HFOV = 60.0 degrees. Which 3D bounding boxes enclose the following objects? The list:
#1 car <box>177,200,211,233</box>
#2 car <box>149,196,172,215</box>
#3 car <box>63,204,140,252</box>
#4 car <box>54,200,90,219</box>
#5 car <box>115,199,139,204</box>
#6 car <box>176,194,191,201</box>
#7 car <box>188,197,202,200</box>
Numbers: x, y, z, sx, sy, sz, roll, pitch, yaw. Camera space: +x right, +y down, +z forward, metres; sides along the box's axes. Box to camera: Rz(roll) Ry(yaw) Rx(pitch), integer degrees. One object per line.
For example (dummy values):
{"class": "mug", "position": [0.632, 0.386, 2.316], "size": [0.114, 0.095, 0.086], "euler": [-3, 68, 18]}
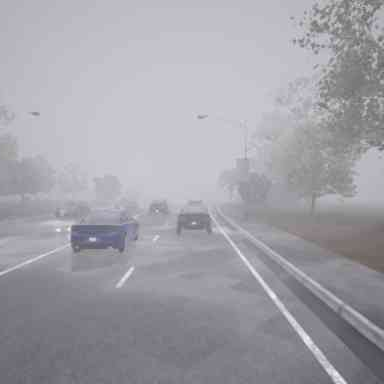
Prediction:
{"class": "car", "position": [0.107, 1.476, 19.852], "size": [1.882, 1.535, 5.008], "euler": [0, 0, 0]}
{"class": "car", "position": [-3.213, 1.503, 33.665], "size": [1.837, 1.490, 4.892], "euler": [0, 0, 1]}
{"class": "car", "position": [-3.413, 1.476, 13.896], "size": [1.882, 1.535, 5.008], "euler": [0, 0, 0]}
{"class": "car", "position": [-10.489, 1.488, 29.524], "size": [2.128, 1.511, 4.902], "euler": [0, 0, 1]}
{"class": "car", "position": [-6.852, 1.488, 35.157], "size": [2.128, 1.511, 4.902], "euler": [0, 0, 2]}
{"class": "car", "position": [-1.916, 1.134, 75.342], "size": [2.128, 1.511, 4.902], "euler": [0, 0, 14]}
{"class": "car", "position": [0.425, 1.490, 37.855], "size": [2.128, 1.511, 4.902], "euler": [0, 0, 2]}
